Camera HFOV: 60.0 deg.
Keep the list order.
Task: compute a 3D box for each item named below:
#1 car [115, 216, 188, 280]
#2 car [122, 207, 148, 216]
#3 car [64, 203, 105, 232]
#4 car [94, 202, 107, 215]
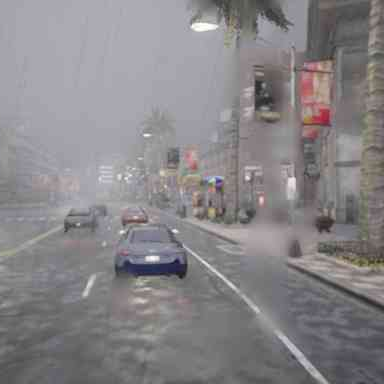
[{"bbox_3d":[-1.345,1.687,10.472,1.994,1.385,4.181,0,-1,-10],"label":"car"},{"bbox_3d":[-4.575,1.873,26.498,1.994,1.385,4.181,0,-1,-12],"label":"car"},{"bbox_3d":[-7.205,1.754,22.048,2.128,1.511,4.902,0,-1,-12],"label":"car"},{"bbox_3d":[-11.167,1.971,39.440,1.837,1.490,4.892,1,-1,-17],"label":"car"}]
